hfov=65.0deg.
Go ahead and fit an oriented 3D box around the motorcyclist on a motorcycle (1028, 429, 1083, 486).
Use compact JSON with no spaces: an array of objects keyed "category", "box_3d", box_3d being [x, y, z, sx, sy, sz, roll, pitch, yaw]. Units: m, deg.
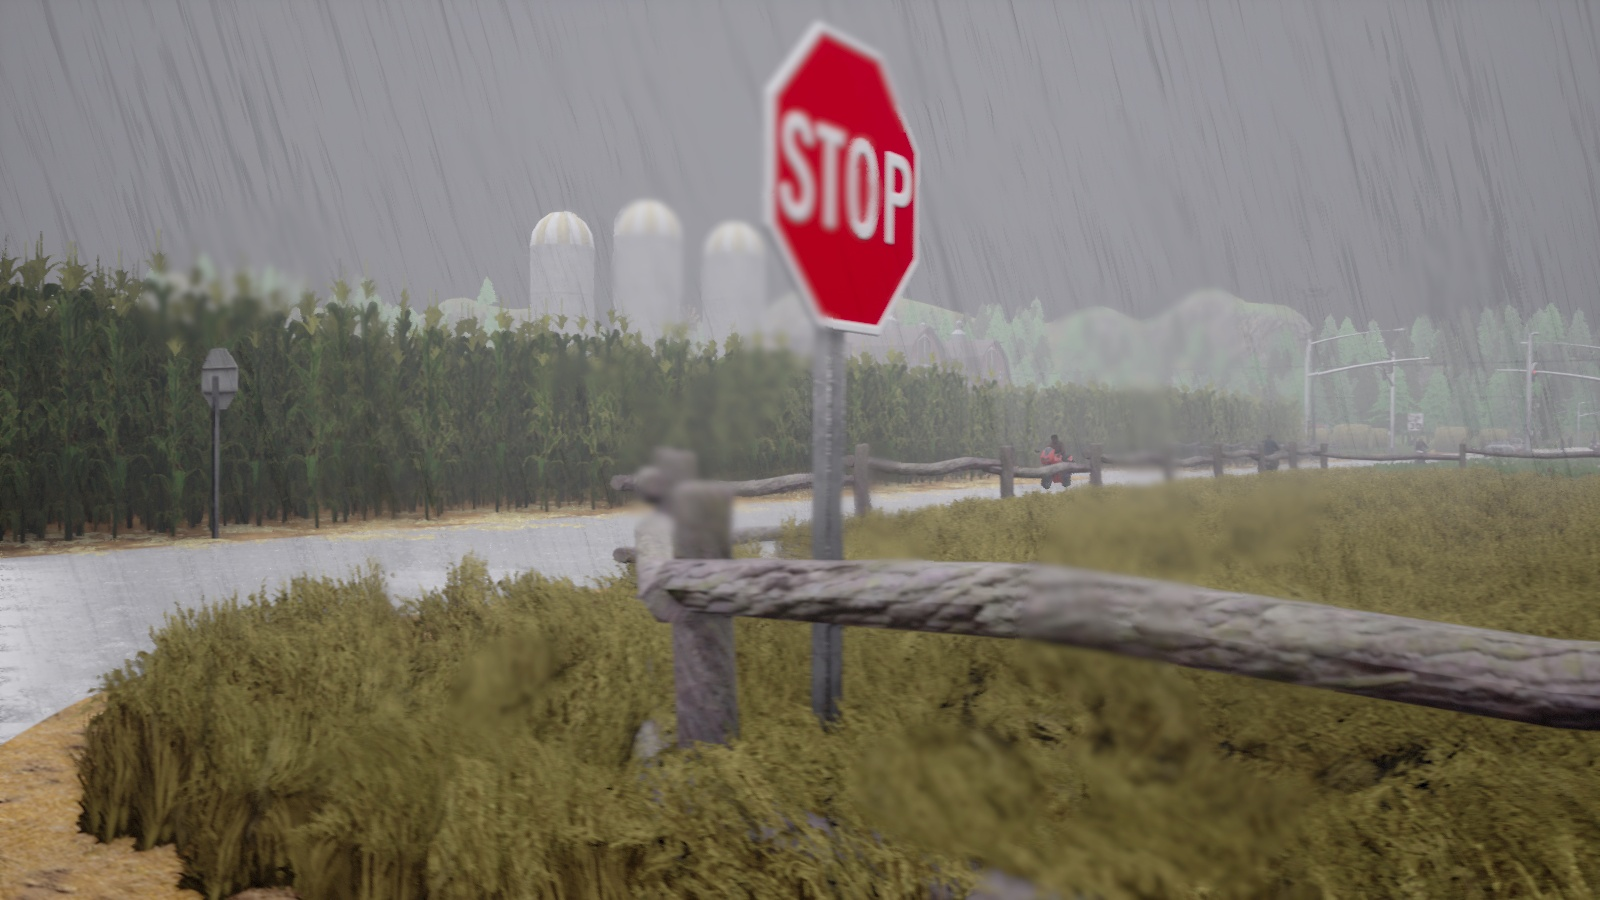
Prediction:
[{"category":"motorcyclist on a motorcycle","box_3d":[7.105,0.198,34.856,0.797,1.523,2.044,0,1,33]}]
